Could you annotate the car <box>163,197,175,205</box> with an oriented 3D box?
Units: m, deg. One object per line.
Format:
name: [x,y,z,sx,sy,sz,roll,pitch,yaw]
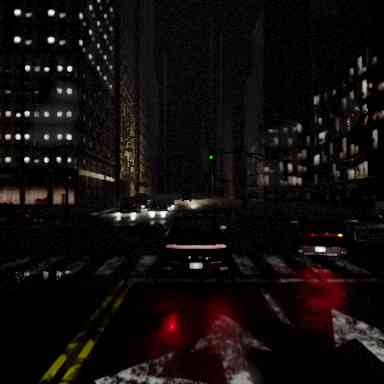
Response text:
car: [-4.158,1.609,59.740,1.895,1.301,4.718,0,0,-1]

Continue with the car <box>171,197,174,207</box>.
car: [-4.015,1.574,49.511,1.994,1.385,4.181,0,0,0]

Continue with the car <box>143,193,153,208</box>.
car: [-7.251,1.231,47.648,2.150,2.045,5.566,0,0,0]

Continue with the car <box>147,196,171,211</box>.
car: [-3.897,1.575,39.884,1.994,1.385,4.181,0,0,-1]

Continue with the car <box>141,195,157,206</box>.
car: [-7.367,1.360,57.341,2.097,1.767,4.553,0,0,-1]

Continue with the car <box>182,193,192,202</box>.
car: [-1.253,1.218,79.669,2.150,2.045,5.566,0,0,-1]

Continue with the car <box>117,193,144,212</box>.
car: [-7.119,1.362,38.075,2.097,1.767,4.553,0,0,-1]

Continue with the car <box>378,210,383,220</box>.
car: [16.818,1.603,25.274,4.902,1.511,2.128,0,-1,2]

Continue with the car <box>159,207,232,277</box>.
car: [0.081,1.476,10.232,2.128,1.511,4.902,0,1,0]

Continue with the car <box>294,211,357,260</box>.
car: [5.064,1.467,12.512,1.837,1.490,4.892,-2,1,26]

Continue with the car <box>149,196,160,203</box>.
car: [-7.545,1.528,67.610,1.812,1.442,4.674,0,0,-1]

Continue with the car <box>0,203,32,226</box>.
car: [-13.866,1.501,23.337,5.008,1.535,1.882,0,-1,7]
